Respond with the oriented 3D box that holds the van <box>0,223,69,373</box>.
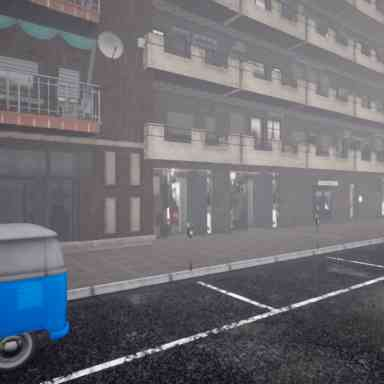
[{"bbox_3d":[-3.587,1.341,4.005,3.998,1.788,1.690,0,0,-36],"label":"van"}]
